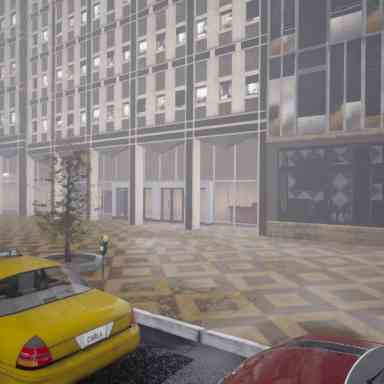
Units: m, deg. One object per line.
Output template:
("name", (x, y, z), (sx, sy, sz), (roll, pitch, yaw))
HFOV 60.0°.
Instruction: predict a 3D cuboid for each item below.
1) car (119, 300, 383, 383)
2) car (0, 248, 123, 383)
("car", (1.835, 1.440, 1.556), (4.097, 1.590, 1.967), (0, 1, 35))
("car", (-2.931, 1.524, 4.953), (4.829, 1.417, 1.752), (0, 1, 35))
